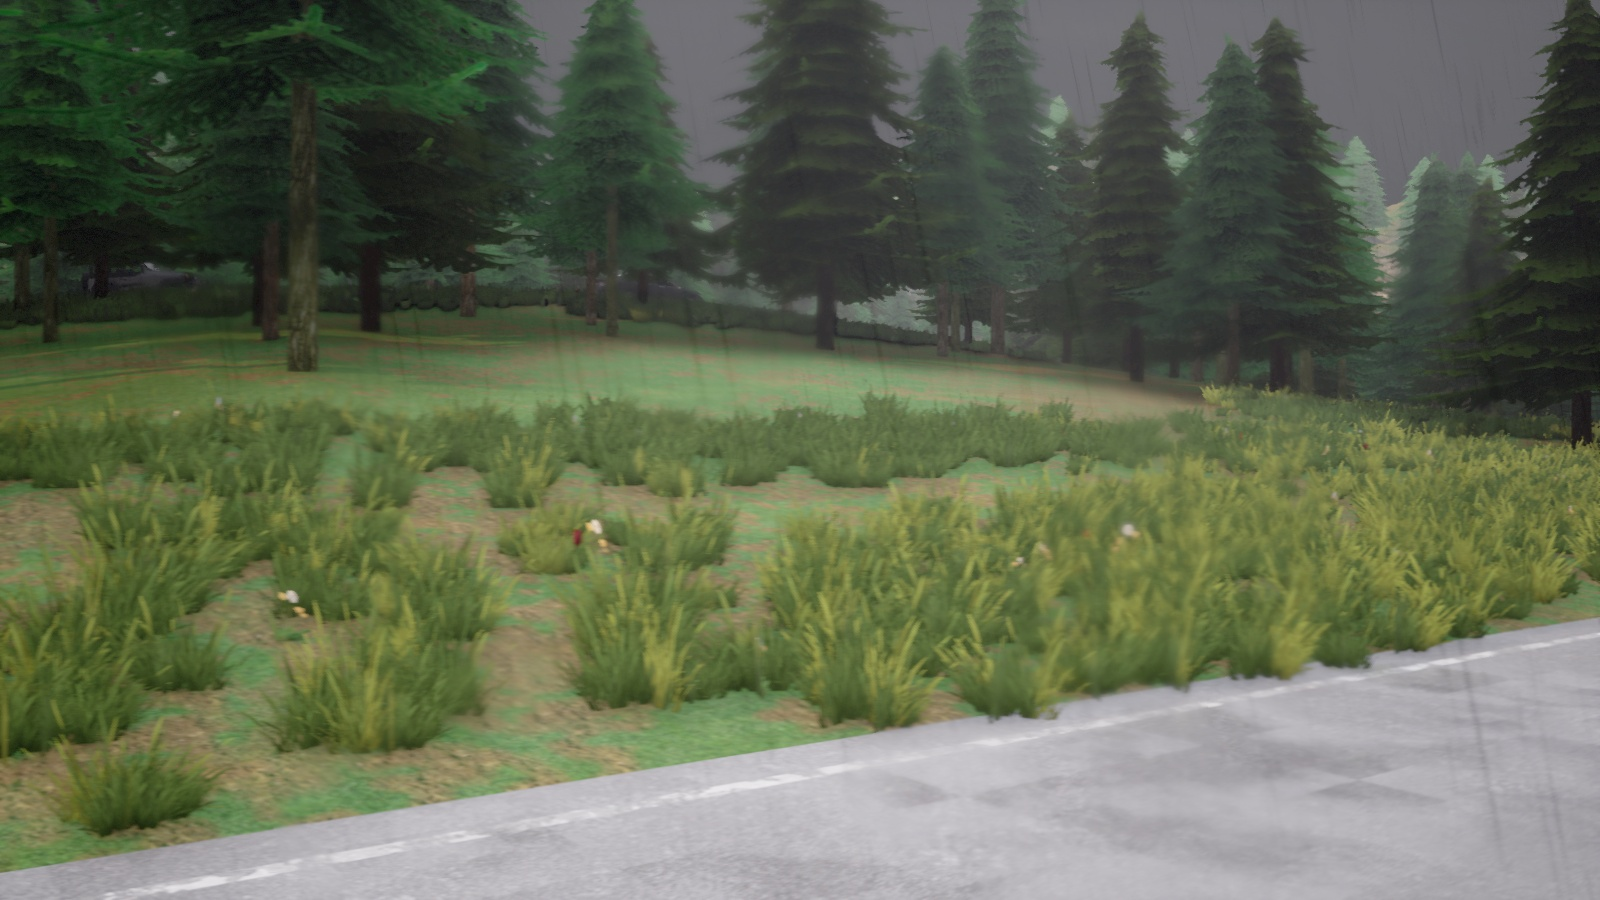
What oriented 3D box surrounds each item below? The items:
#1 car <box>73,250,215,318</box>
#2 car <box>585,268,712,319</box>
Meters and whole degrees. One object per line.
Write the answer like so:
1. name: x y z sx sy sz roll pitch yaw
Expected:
1. car: -23.105 -5.844 44.370 3.866 1.878 1.905 -5 1 -5
2. car: -6.154 -6.336 51.329 4.892 1.490 1.837 1 0 -36
